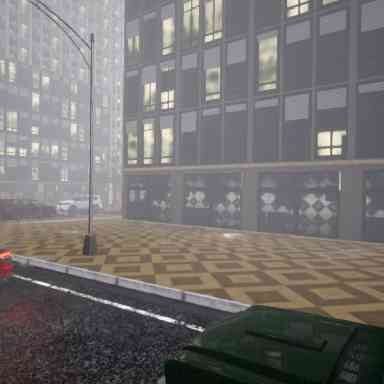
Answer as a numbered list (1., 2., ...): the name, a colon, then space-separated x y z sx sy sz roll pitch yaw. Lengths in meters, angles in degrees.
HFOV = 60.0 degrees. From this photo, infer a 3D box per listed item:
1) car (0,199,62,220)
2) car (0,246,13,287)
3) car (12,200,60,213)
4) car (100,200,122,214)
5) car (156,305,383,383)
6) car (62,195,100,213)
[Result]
1. car: -14.831 1.519 29.944 2.192 1.841 5.009 1 0 36
2. car: -6.093 1.521 7.998 4.674 1.442 1.812 0 0 35
3. car: -18.347 1.643 39.312 1.752 1.417 4.829 1 0 36
4. car: -8.052 1.830 39.169 1.752 1.417 4.829 1 0 36
5. car: 2.016 1.601 2.248 4.718 1.301 1.895 0 0 35
6. car: -13.781 1.417 41.130 2.150 2.045 5.566 1 0 36
